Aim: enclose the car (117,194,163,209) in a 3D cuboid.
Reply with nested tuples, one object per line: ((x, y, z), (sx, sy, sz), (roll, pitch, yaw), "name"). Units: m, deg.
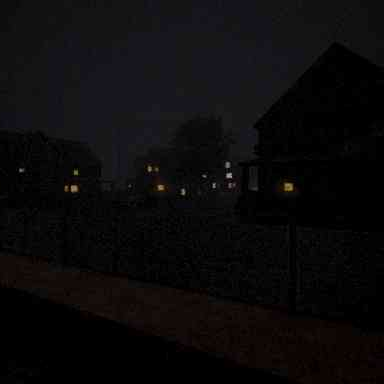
((-4.900, 0.934, 31.464), (2.033, 1.411, 5.357), (1, 2, 36), "car")

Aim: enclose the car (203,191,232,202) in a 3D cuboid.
((3.367, 0.599, 43.121), (2.033, 1.411, 5.357), (1, 2, 36), "car")

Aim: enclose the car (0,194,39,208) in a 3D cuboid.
((-12.153, 1.036, 21.140), (2.097, 1.767, 4.553), (1, 2, 34), "car")
